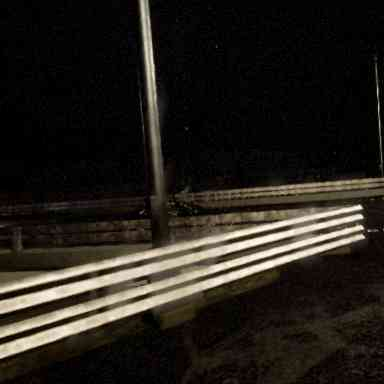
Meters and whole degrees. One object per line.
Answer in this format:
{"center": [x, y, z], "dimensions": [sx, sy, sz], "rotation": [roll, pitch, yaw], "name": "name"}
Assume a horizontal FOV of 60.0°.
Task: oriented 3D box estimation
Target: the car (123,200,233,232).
{"center": [-0.652, 1.104, 14.732], "dimensions": [4.892, 1.490, 1.837], "rotation": [-4, 3, 9], "name": "car"}
